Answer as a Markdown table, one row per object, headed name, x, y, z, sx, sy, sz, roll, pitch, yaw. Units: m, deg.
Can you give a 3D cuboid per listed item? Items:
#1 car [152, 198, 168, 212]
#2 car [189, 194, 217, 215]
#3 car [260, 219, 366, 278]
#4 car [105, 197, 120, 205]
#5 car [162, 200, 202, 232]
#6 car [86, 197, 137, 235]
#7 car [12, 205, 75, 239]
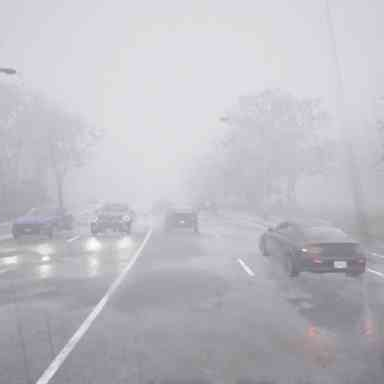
| name | x | y | z | sx | sy | sz | roll | pitch | yaw |
| --- | --- | --- | --- | --- | --- | --- | --- | --- | --- |
| car | -3.483 | 1.487 | 38.647 | 1.882 | 1.535 | 5.008 | 0 | 0 | -12 |
| car | 1.027 | 1.231 | 34.097 | 2.150 | 2.045 | 5.566 | 0 | 0 | -10 |
| car | 3.393 | 1.526 | 10.062 | 1.812 | 1.442 | 4.674 | 0 | 0 | -2 |
| car | -14.300 | 1.568 | 59.920 | 1.994 | 1.385 | 4.181 | 0 | 0 | -23 |
| car | -0.727 | 1.482 | 20.471 | 1.882 | 1.535 | 5.008 | 0 | 0 | -5 |
| car | -4.339 | 1.357 | 18.972 | 2.097 | 1.767 | 4.553 | 0 | 0 | -5 |
| car | -7.743 | 1.483 | 17.769 | 1.882 | 1.535 | 5.008 | 0 | 0 | -4 |
